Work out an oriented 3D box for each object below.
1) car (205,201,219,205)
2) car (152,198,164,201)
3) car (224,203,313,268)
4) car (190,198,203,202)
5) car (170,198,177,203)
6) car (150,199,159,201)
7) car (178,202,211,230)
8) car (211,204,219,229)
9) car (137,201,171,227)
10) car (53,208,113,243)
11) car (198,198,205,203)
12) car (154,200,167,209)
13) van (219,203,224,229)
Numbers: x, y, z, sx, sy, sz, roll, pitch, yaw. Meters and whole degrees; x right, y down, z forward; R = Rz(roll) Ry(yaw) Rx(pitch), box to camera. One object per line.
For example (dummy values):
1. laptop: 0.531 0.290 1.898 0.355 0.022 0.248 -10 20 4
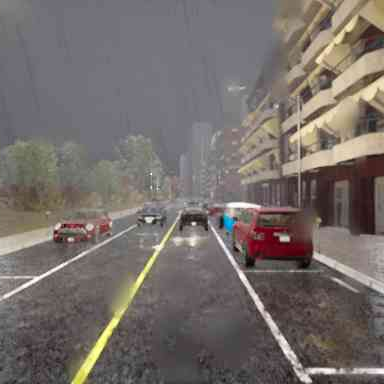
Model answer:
1. car: 2.590 1.836 34.286 1.887 1.381 4.507 1 -1 0
2. car: -5.285 1.935 44.862 2.008 1.369 4.403 1 -1 0
3. car: 2.582 1.413 11.645 2.192 1.841 5.009 1 0 0
4. car: 0.123 1.816 42.058 1.801 1.575 5.366 0 0 0
5. car: -5.262 2.379 94.283 1.887 1.381 4.507 1 -1 0
6. car: -5.288 1.858 39.038 1.752 1.417 4.829 1 0 0
7. car: 0.111 1.698 22.749 1.837 1.490 4.892 0 0 0
8. car: 2.585 1.759 22.964 1.947 1.339 4.313 1 0 0
9. car: -2.837 1.697 24.428 2.128 1.511 4.902 0 0 0
10. car: -5.297 1.580 16.594 1.967 1.590 4.097 1 0 0
11. car: 2.619 2.392 95.083 2.008 1.369 4.403 1 -1 0
12. car: -5.280 2.066 56.169 1.802 1.307 4.206 1 -1 0
13. van: 2.584 1.486 17.305 1.690 1.788 3.998 1 0 0
